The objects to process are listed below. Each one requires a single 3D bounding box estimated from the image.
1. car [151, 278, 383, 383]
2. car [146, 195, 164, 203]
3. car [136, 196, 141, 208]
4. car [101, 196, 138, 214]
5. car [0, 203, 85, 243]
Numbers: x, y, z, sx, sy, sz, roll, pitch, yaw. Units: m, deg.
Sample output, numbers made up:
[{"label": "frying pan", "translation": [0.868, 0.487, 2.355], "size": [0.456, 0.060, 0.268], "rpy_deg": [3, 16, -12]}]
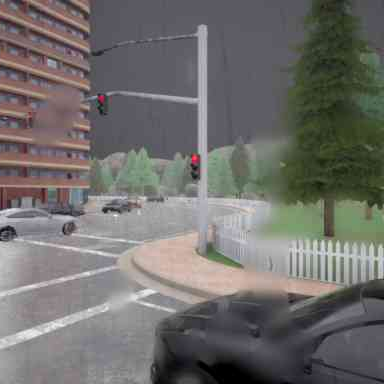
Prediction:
[{"label": "car", "translation": [1.873, 1.478, 2.653], "size": [5.008, 1.535, 1.882], "rpy_deg": [0, 0, 36]}, {"label": "car", "translation": [-7.745, 1.448, 69.350], "size": [1.837, 1.490, 4.892], "rpy_deg": [0, 0, -42]}, {"label": "car", "translation": [-8.119, 1.296, 45.702], "size": [2.097, 1.767, 4.553], "rpy_deg": [0, 0, -11]}, {"label": "car", "translation": [-7.821, 1.492, 35.405], "size": [2.033, 1.411, 5.357], "rpy_deg": [0, 0, 7]}, {"label": "car", "translation": [-7.835, 1.481, 16.067], "size": [1.812, 1.442, 4.674], "rpy_deg": [1, 1, 42]}]
